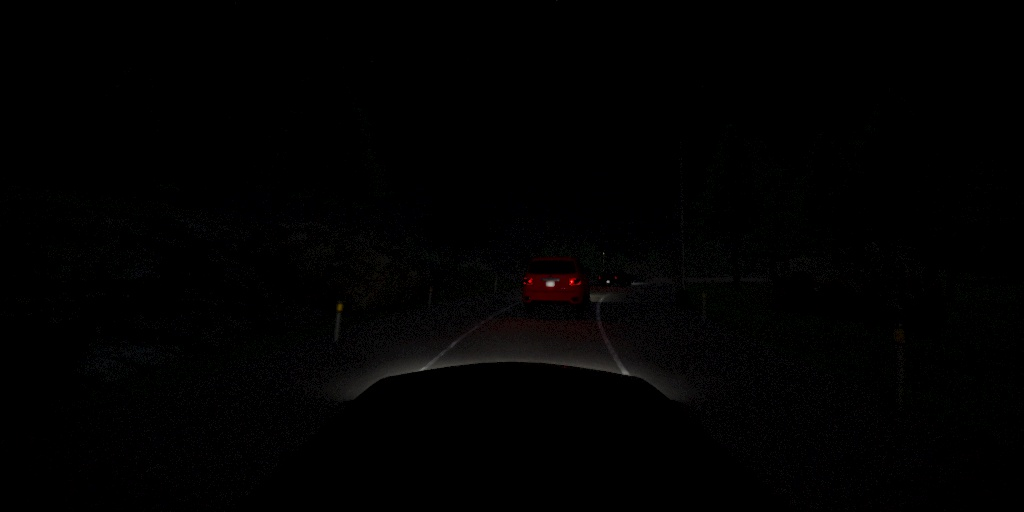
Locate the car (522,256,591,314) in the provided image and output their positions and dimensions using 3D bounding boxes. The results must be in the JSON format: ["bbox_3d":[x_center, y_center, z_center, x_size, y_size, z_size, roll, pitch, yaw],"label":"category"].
[{"bbox_3d":[1.909,1.051,14.376,2.150,2.045,5.566,-1,-1,14],"label":"car"}]

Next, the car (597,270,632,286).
[{"bbox_3d":[8.844,1.834,30.558,1.895,1.301,4.718,-2,-3,32],"label":"car"}]
